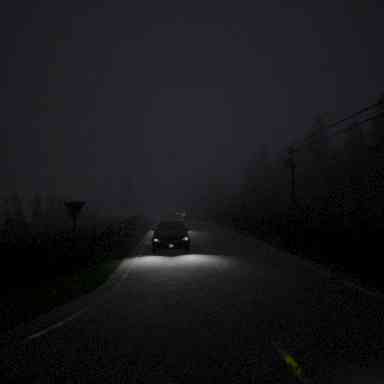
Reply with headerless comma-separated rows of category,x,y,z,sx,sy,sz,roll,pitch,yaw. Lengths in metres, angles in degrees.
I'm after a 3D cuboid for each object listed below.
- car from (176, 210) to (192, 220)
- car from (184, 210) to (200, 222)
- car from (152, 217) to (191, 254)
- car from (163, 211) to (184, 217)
car,-1.366,3.814,55.896,2.033,1.411,5.357,-1,-2,-9
car,0.000,3.321,45.701,2.128,1.511,4.902,-1,-2,-6
car,-1.099,2.279,17.589,1.812,1.442,4.674,-1,-2,-4
car,-2.412,3.016,36.328,2.128,1.511,4.902,-1,-2,-5
